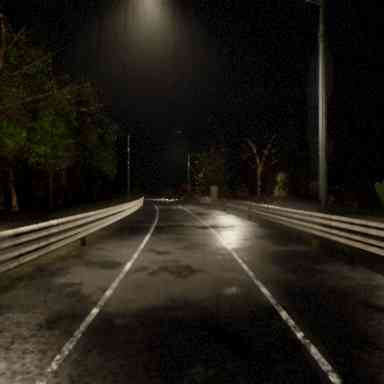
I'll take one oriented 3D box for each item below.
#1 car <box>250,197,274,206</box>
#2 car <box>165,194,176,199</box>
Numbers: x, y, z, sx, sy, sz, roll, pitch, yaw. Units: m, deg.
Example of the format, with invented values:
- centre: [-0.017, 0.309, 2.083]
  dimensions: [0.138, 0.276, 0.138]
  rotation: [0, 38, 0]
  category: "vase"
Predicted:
- centre: [11.732, 1.552, 56.085]
  dimensions: [1.837, 1.490, 4.892]
  rotation: [0, 0, -25]
  category: "car"
- centre: [-6.058, 1.307, 93.494]
  dimensions: [1.837, 1.490, 4.892]
  rotation: [0, 0, -25]
  category: "car"
